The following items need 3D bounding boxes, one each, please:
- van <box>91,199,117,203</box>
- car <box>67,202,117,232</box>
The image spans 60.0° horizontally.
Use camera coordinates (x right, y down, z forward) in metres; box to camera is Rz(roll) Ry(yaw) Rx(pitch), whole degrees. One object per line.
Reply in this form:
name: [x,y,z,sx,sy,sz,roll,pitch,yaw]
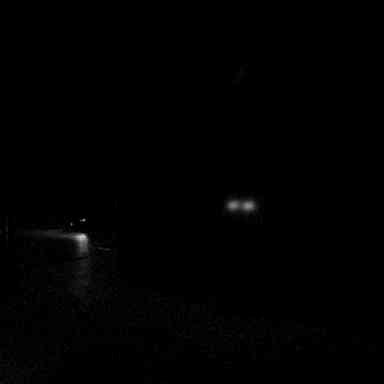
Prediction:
van: [-6.067,1.450,25.232,1.690,1.788,3.998,0,-1,35]
car: [-5.676,1.624,21.291,1.812,1.442,4.674,1,0,35]
